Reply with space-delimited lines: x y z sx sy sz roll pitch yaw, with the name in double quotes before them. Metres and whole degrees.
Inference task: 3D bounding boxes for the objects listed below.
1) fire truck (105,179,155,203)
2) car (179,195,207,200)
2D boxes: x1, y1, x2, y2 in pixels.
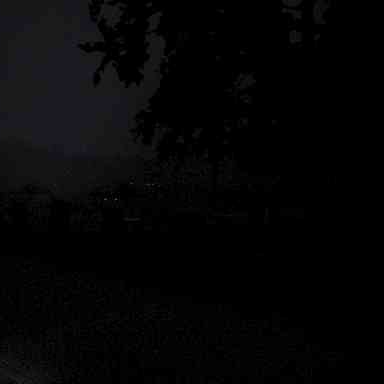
"fire truck" -9.643 -0.051 52.680 2.891 3.827 8.468 1 0 35
"car" 0.245 1.242 58.041 5.357 1.411 2.033 0 0 3
